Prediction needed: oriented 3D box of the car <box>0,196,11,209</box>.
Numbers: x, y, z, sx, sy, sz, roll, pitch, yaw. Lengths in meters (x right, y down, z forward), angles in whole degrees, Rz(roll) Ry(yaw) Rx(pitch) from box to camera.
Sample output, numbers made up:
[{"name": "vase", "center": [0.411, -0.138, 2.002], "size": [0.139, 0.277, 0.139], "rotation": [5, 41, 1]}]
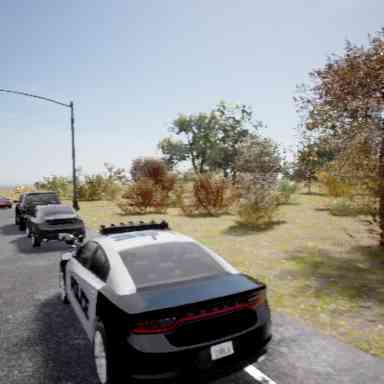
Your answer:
[{"name": "car", "center": [-21.551, 1.182, 37.507], "size": [1.994, 1.385, 4.181], "rotation": [-2, 2, -33]}]

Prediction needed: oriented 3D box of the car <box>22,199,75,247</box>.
[{"name": "car", "center": [-5.882, 1.298, 14.126], "size": [1.837, 1.490, 4.892], "rotation": [-2, 2, -30]}]

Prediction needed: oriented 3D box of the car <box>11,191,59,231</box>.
[{"name": "car", "center": [-8.974, 0.965, 19.341], "size": [2.150, 2.045, 5.566], "rotation": [-2, 2, -31]}]

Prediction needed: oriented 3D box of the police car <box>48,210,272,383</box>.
[{"name": "police car", "center": [-0.970, 1.304, 5.478], "size": [1.930, 1.638, 5.238], "rotation": [-2, 2, -29]}]
